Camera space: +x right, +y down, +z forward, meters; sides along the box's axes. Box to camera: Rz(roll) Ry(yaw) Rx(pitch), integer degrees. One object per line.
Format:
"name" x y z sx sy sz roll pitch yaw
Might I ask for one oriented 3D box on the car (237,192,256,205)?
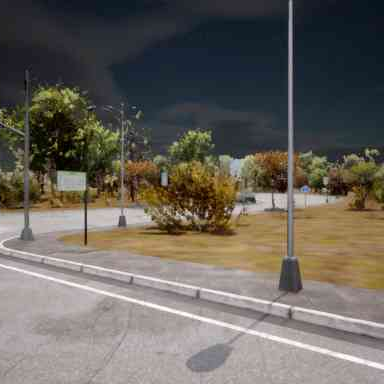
"car" 8.169 1.000 53.184 2.150 2.045 5.566 0 1 39
